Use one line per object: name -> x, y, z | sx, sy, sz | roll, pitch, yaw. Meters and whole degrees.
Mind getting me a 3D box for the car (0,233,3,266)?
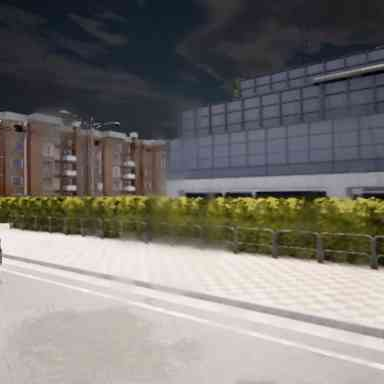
car -> -7.395, 1.339, 9.183 | 5.566, 2.045, 2.150 | 0, 0, 36
